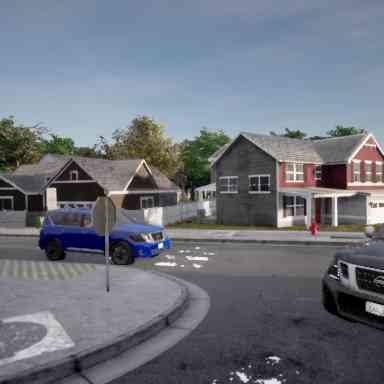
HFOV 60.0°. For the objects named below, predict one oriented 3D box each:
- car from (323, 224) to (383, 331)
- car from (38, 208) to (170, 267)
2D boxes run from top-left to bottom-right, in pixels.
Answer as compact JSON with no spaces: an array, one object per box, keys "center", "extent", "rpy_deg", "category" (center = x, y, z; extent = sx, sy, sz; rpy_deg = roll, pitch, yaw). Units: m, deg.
[{"center":[4.781,1.235,6.072],"extent":[5.566,2.045,2.150],"rpy_deg":[0,0,-35],"category":"car"},{"center":[-3.652,1.688,13.436],"extent":[5.566,2.045,2.150],"rpy_deg":[-2,0,26],"category":"car"}]
